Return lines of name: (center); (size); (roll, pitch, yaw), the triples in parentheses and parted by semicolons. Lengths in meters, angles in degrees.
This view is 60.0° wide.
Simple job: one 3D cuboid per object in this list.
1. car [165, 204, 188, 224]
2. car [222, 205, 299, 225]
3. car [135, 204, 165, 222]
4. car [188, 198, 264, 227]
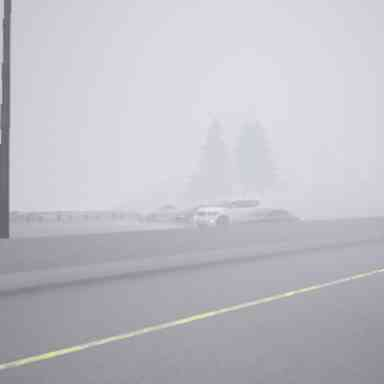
car: (0.680, 1.724, 25.974); (4.892, 1.490, 1.837); (1, -1, -35)
car: (4.423, 1.719, 20.046); (4.892, 1.490, 1.837); (1, -1, -35)
car: (-2.479, 1.726, 28.020); (4.674, 1.442, 1.812); (1, -1, -35)
car: (2.797, 1.443, 23.188); (5.566, 2.045, 2.150); (1, -1, -35)
